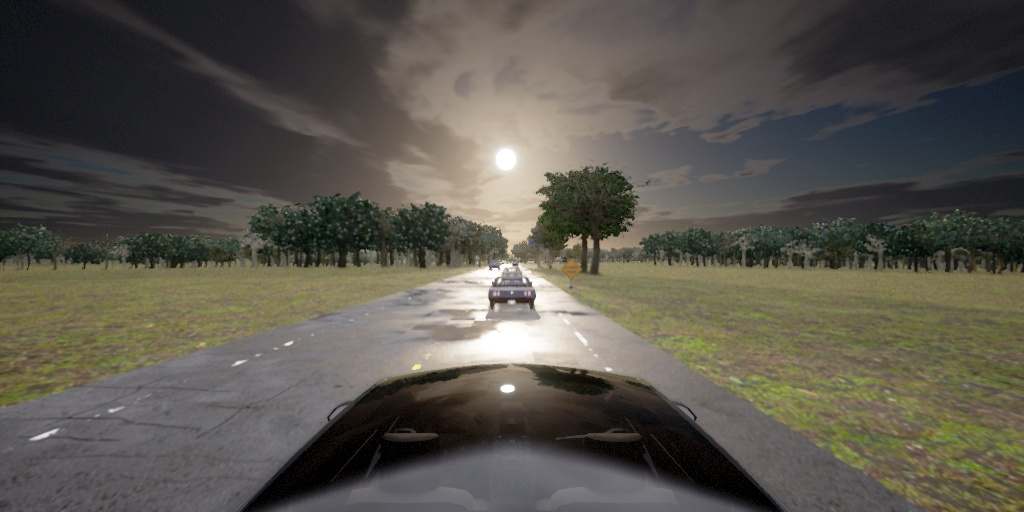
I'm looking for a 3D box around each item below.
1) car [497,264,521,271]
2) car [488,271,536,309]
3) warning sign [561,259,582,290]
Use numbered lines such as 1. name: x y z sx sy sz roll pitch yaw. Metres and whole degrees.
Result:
1. car: 0.001 1.618 30.837 2.033 1.411 5.357 0 -1 0
2. car: 0.001 1.502 15.955 1.895 1.301 4.718 0 -1 0
3. warning sign: 3.550 1.079 21.538 1.300 1.860 1.060 0 0 0
